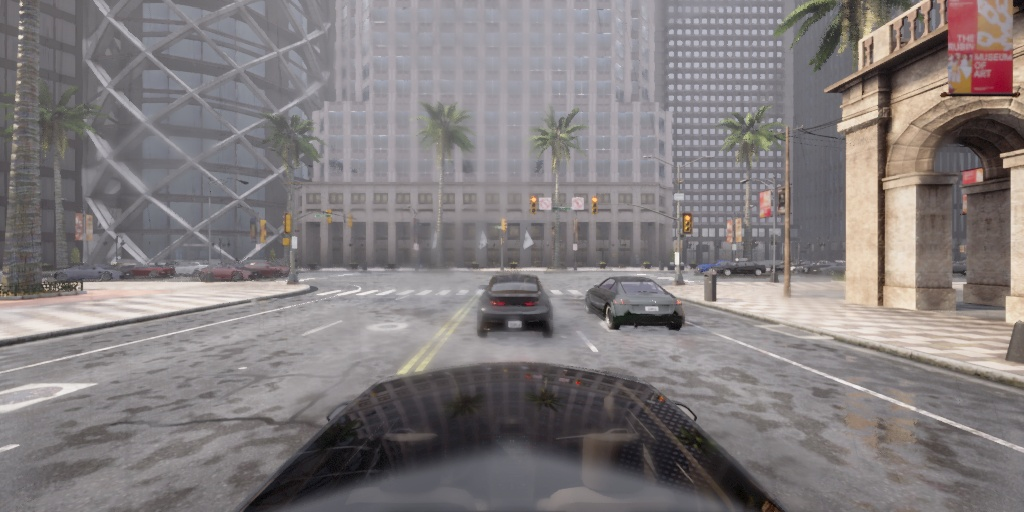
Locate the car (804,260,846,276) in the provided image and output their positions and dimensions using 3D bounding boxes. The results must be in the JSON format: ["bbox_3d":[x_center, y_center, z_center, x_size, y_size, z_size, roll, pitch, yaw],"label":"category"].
[{"bbox_3d":[33.063,1.314,36.733,4.181,1.385,1.994,0,0,0],"label":"car"}]

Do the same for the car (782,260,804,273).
[{"bbox_3d":[33.878,1.242,40.227,4.902,1.511,2.128,0,0,0],"label":"car"}]

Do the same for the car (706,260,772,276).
[{"bbox_3d":[23.195,1.228,36.765,5.008,1.535,1.882,0,0,0],"label":"car"}]

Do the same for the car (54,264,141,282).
[{"bbox_3d":[-33.009,1.314,28.450,4.181,1.385,1.994,0,0,-16],"label":"car"}]

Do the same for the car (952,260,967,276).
[{"bbox_3d":[43.970,1.242,36.676,4.902,1.511,2.128,0,0,0],"label":"car"}]

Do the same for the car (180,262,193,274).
[{"bbox_3d":[-32.443,1.276,35.975,4.674,1.442,1.812,0,0,-10],"label":"car"}]

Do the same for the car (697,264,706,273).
[{"bbox_3d":[23.457,1.228,40.264,5.008,1.535,1.882,0,0,0],"label":"car"}]

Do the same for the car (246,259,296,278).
[{"bbox_3d":[-22.559,1.276,33.037,4.674,1.442,1.812,0,0,-2],"label":"car"}]

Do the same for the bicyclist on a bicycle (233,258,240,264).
[{"bbox_3d":[-35.735,1.051,46.614,0.582,1.620,1.656,0,0,-12],"label":"bicyclist on a bicycle"}]

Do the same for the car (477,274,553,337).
[{"bbox_3d":[0.080,1.255,10.293,1.837,1.490,4.892,0,0,0],"label":"car"}]

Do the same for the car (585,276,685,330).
[{"bbox_3d":[3.584,1.314,11.158,1.994,1.385,4.181,0,0,0],"label":"car"}]

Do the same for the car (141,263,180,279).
[{"bbox_3d":[-33.269,1.351,32.002,4.718,1.301,1.895,0,0,-15],"label":"car"}]

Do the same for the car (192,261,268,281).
[{"bbox_3d":[-23.097,1.313,29.489,4.181,1.385,1.994,0,0,-2],"label":"car"}]
